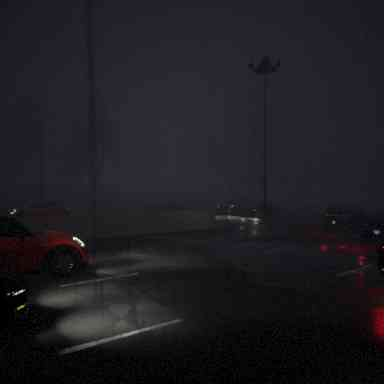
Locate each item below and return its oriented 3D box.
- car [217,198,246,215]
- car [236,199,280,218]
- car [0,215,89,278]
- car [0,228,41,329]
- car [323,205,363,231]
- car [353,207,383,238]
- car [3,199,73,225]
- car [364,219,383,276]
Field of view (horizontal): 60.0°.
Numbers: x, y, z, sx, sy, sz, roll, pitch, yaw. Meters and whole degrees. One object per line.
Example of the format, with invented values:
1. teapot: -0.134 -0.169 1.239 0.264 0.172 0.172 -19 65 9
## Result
1. car: 4.747 1.477 35.138 4.553 1.767 2.097 0 0 -42
2. car: 6.764 1.641 32.242 4.674 1.442 1.812 0 0 -42
3. car: -5.132 1.383 8.792 4.553 1.767 2.097 0 0 -36
4. car: -4.957 1.521 4.598 4.892 1.490 1.837 0 0 -35
5. car: 10.075 1.568 20.963 4.902 1.511 2.128 0 0 -41
6. car: 9.921 1.585 16.185 4.674 1.442 1.812 0 0 -40
7. car: -11.898 1.442 25.778 4.553 1.767 2.097 0 0 -38
8. car: 6.858 1.539 9.131 4.892 1.490 1.837 0 0 -39
